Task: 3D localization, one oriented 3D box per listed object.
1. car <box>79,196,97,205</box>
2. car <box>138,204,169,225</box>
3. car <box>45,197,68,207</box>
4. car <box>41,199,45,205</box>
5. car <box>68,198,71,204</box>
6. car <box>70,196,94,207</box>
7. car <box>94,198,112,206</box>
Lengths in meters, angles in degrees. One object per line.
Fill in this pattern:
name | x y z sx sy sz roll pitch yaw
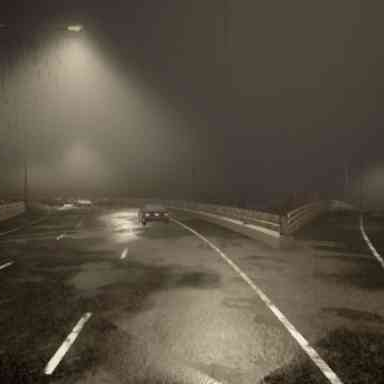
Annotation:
car | -19.914 1.617 63.649 1.837 1.490 4.892 0 0 -37
car | -2.874 1.565 24.476 2.033 1.411 5.357 0 0 -13
car | -22.045 1.705 53.976 1.994 1.385 4.181 0 0 -31
car | -25.579 1.690 59.529 1.812 1.442 4.674 0 0 -37
car | -22.833 1.768 61.718 1.895 1.301 4.718 0 0 -37
car | -17.594 1.714 53.251 1.895 1.301 4.718 0 0 -31
car | -14.764 1.658 55.332 1.994 1.385 4.181 0 0 -31
